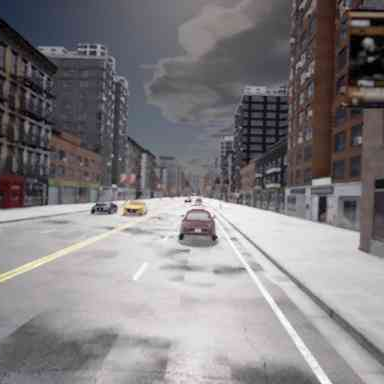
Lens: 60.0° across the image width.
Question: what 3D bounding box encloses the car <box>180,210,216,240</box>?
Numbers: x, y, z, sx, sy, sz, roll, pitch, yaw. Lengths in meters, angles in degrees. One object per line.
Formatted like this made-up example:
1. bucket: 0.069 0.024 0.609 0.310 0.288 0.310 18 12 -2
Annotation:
1. car: 0.343 1.714 18.263 1.812 1.442 4.674 2 -1 1

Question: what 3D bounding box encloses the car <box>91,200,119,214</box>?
1. car: -9.067 1.563 34.903 1.994 1.385 4.181 2 -1 1

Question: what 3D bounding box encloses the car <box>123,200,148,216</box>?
1. car: -5.816 1.597 34.837 1.882 1.535 5.008 2 -1 1
